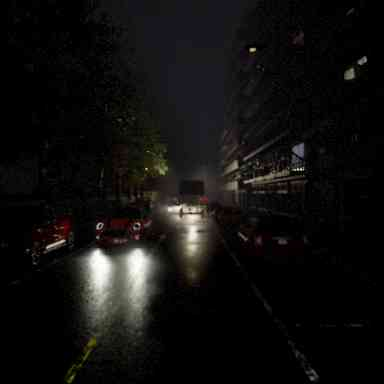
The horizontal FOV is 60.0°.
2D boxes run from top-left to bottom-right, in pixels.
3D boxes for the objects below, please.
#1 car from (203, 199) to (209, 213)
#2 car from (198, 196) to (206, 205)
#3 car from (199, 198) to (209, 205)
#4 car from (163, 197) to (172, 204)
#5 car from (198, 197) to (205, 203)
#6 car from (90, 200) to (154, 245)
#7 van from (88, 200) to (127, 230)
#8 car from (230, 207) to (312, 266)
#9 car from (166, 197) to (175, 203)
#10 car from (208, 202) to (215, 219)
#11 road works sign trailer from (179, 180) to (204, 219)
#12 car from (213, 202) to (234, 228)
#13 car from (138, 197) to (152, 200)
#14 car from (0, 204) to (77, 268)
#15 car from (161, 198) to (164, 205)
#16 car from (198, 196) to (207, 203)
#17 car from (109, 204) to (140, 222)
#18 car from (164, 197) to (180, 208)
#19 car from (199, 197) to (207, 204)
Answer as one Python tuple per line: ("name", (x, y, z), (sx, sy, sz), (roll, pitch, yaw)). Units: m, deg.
("car", (2.644, 1.826, 39.916), (1.947, 1.339, 4.313), (0, 0, 0))
("car", (2.613, 2.010, 68.066), (1.887, 1.381, 4.507), (0, 0, 0))
("car", (2.606, 2.053, 73.696), (1.887, 1.381, 4.507), (0, 0, 0))
("car", (-5.782, 1.993, 79.315), (1.967, 1.590, 4.097), (0, 0, 0))
("car", (2.586, 2.082, 90.587), (1.967, 1.590, 4.097), (0, 0, 0))
("car", (-3.117, 1.451, 15.939), (2.097, 1.767, 4.553), (0, 0, 0))
("van", (-5.716, 1.487, 23.015), (1.690, 1.788, 3.998), (0, 0, 0))
("car", (2.677, 1.513, 11.764), (1.967, 1.590, 4.097), (0, 0, 0))
("car", (-5.794, 2.192, 90.576), (2.008, 1.369, 4.403), (0, 0, 0))
("car", (2.658, 1.765, 28.654), (1.802, 1.307, 4.206), (0, 0, 0))
("road works sign trailer", (-0.035, 0.668, 31.680), (2.380, 3.560, 2.880), (0, 0, 0))
("car", (2.664, 1.672, 23.194), (1.752, 1.417, 4.829), (0, 0, 0))
("car", (-5.735, 1.575, 39.908), (2.192, 1.841, 5.009), (0, 0, 0))
("car", (-5.703, 1.388, 11.755), (2.192, 1.841, 5.009), (0, 0, 0))
("car", (-5.775, 1.949, 73.687), (1.967, 1.590, 4.097), (0, 0, 0))
("car", (2.592, 1.912, 84.957), (2.192, 1.841, 5.009), (0, 0, 0))
("car", (-5.723, 1.765, 28.644), (1.802, 1.307, 4.206), (0, 0, 0))
("car", (-3.126, 1.875, 57.130), (2.128, 1.511, 4.902), (0, 0, 0))
("car", (2.599, 1.993, 79.326), (1.967, 1.590, 4.097), (0, 0, 0))
